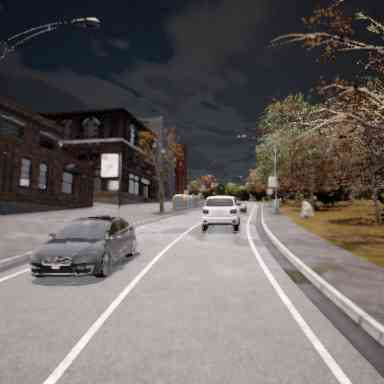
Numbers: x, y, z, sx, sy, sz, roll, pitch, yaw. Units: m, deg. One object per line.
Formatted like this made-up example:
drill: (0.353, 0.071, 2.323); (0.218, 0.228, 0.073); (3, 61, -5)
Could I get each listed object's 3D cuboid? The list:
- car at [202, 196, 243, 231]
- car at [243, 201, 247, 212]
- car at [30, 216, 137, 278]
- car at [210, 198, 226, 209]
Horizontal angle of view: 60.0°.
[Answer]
car: (1.950, 1.272, 21.262); (2.150, 2.045, 5.566); (-1, 0, 9)
car: (5.457, 1.688, 39.283); (1.895, 1.301, 4.718); (-1, 0, 12)
car: (-3.054, 1.547, 10.344); (1.837, 1.490, 4.892); (0, 0, 5)
car: (4.065, 1.681, 50.693); (1.837, 1.490, 4.892); (-1, 0, 12)
